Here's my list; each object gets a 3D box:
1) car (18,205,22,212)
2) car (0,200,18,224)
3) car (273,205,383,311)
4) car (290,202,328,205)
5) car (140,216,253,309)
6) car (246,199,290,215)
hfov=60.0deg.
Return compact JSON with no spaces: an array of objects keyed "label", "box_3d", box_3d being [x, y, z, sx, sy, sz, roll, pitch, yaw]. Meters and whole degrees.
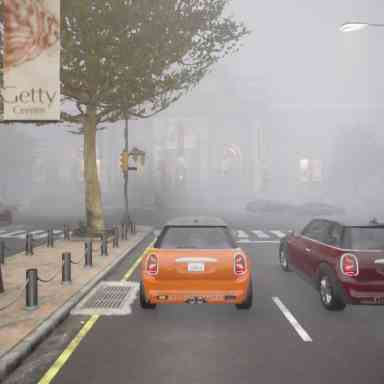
[{"label":"car","box_3d":[-19.553,1.491,33.140,4.902,1.511,2.128,0,0,0]},{"label":"car","box_3d":[-14.535,1.478,24.381,1.882,1.535,5.008,1,-1,-39]},{"label":"car","box_3d":[3.585,1.352,7.933,2.097,1.767,4.553,0,0,0]},{"label":"car","box_3d":[11.279,1.564,29.476,4.181,1.385,1.994,0,0,0]},{"label":"car","box_3d":[0.086,1.352,8.030,2.097,1.767,4.553,0,0,0]},{"label":"car","box_3d":[7.841,1.490,32.994,4.902,1.511,2.128,0,0,0]}]
